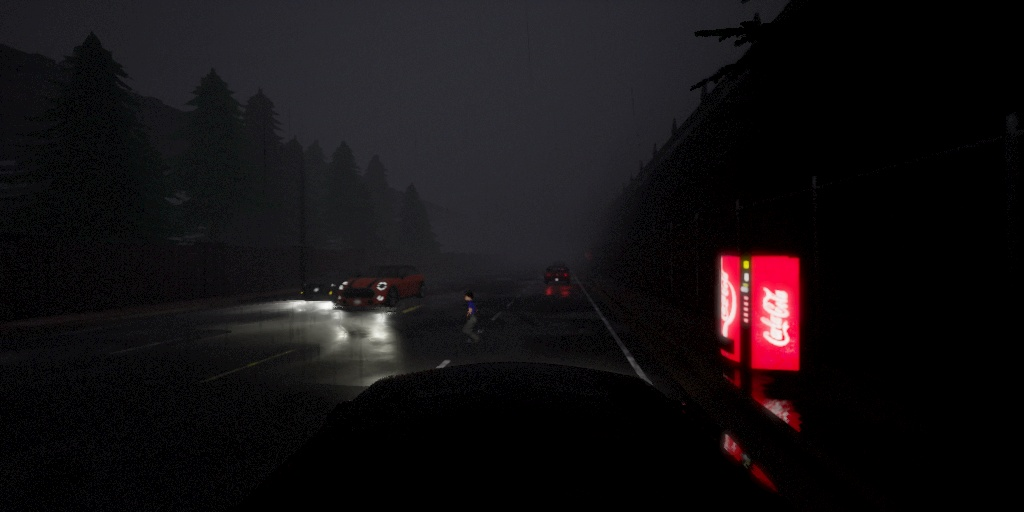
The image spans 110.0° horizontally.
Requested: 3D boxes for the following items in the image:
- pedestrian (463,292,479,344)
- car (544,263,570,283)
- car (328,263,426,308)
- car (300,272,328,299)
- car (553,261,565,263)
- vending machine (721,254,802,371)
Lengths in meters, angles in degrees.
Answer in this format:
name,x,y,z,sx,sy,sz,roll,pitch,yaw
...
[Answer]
name,x,y,z,sx,sy,sz,roll,pitch,yaw
pedestrian,-0.899,1.340,8.093,0.375,1.300,0.375,0,0,8
car,3.602,1.422,28.376,1.895,1.301,4.718,0,0,8
car,-5.438,1.133,15.527,2.097,1.767,4.553,0,0,8
car,-8.602,1.350,18.207,1.994,1.385,4.181,0,0,8
car,5.634,1.365,43.103,1.837,1.490,4.892,0,0,8
vending machine,4.393,0.961,6.410,1.100,2.100,0.880,0,0,8
